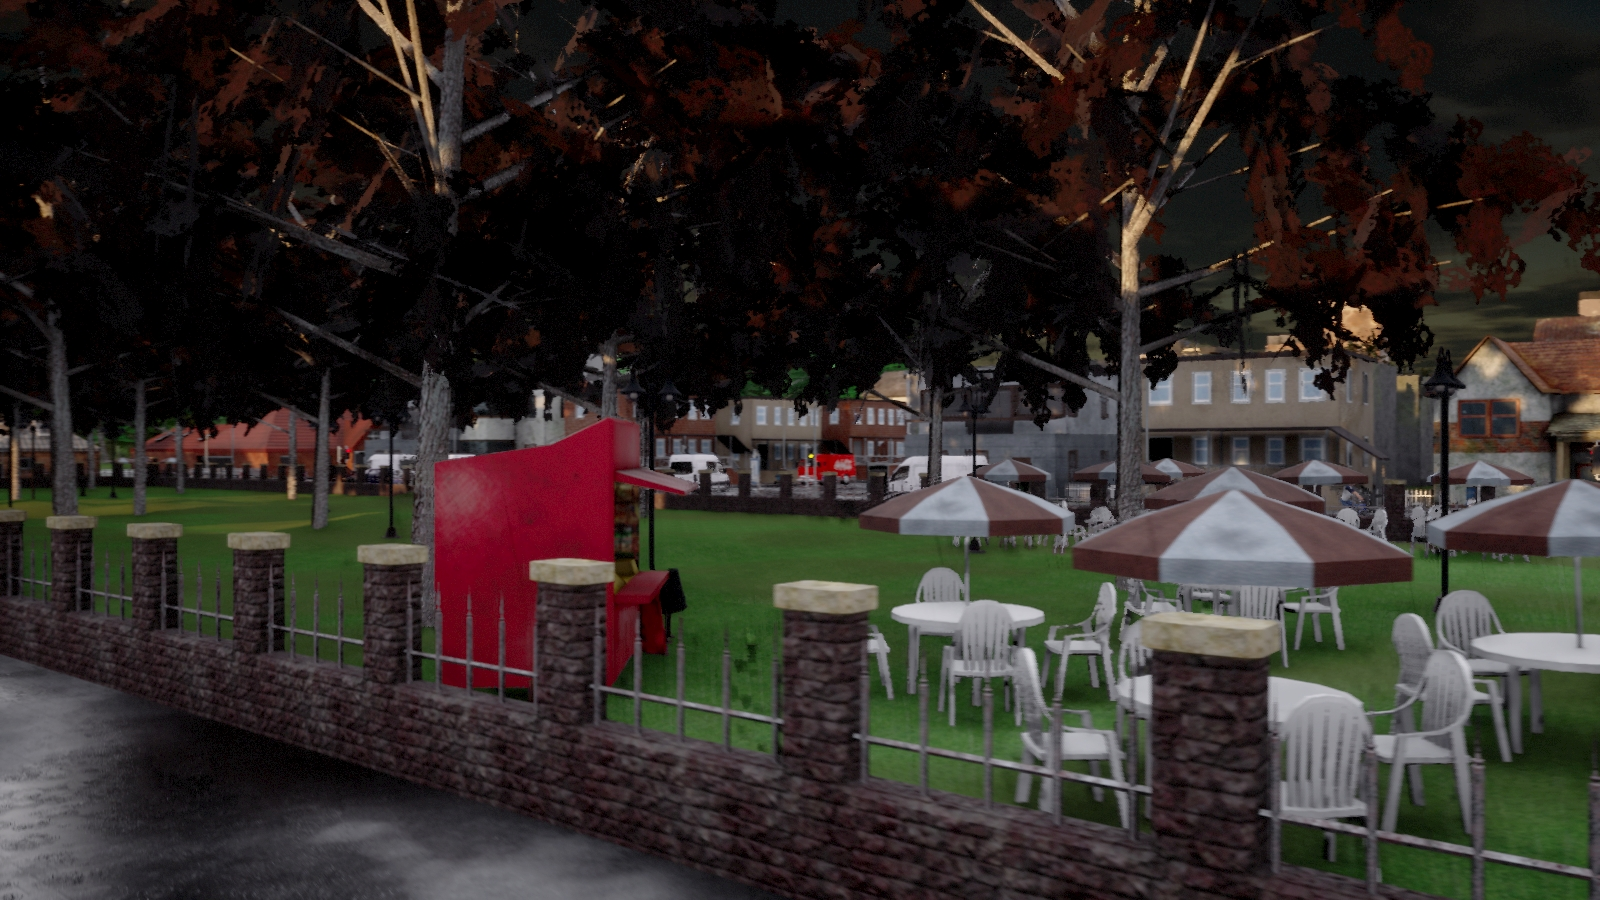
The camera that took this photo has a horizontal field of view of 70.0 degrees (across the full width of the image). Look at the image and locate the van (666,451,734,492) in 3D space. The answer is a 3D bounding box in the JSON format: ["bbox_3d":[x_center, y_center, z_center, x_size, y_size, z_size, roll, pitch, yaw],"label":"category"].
[{"bbox_3d":[-6.409,1.343,74.163,1.988,2.561,5.915,-1,-1,20],"label":"van"}]

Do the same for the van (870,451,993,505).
[{"bbox_3d":[6.524,1.338,57.202,5.915,2.561,1.988,0,0,38],"label":"van"}]
